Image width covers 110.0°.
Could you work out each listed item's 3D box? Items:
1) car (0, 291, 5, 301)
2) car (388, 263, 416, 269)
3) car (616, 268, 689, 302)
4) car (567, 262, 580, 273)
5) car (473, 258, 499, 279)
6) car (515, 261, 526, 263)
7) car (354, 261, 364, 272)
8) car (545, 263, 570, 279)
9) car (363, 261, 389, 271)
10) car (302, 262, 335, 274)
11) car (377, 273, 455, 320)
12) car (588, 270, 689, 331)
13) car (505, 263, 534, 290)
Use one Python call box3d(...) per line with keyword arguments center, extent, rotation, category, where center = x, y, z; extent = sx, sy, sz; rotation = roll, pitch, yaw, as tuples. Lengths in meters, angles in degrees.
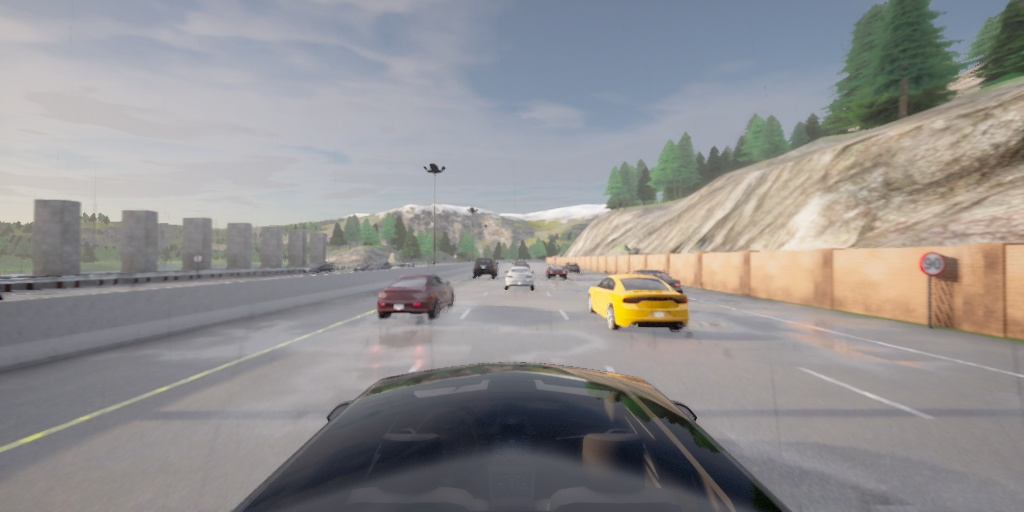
box3d(center=(-17.526, 1.089, 9.604), extent=(2.097, 1.767, 4.553), rotation=(0, 0, 1), category="car")
box3d(center=(-13.121, 1.588, 44.131), extent=(1.895, 1.301, 4.718), rotation=(0, 0, 1), category="car")
box3d(center=(7.351, 1.445, 19.509), extent=(2.033, 1.411, 5.357), rotation=(0, 0, 2), category="car")
box3d(center=(8.127, 1.594, 49.453), extent=(2.128, 1.511, 4.902), rotation=(0, 0, 1), category="car")
box3d(center=(-2.615, 1.198, 36.564), extent=(2.150, 2.045, 5.566), rotation=(0, 0, 2), category="car")
box3d(center=(1.065, 1.399, 45.188), extent=(2.097, 1.767, 4.553), rotation=(0, 0, 1), category="car")
box3d(center=(-20.033, 1.490, 49.503), extent=(2.128, 1.511, 4.902), rotation=(0, 0, 1), category="car")
box3d(center=(4.382, 1.599, 36.112), extent=(1.895, 1.301, 4.718), rotation=(0, 0, 2), category="car")
box3d(center=(-16.564, 1.481, 45.367), extent=(1.837, 1.490, 4.892), rotation=(0, 1, 1), category="car")
box3d(center=(-23.623, 1.438, 43.976), extent=(2.128, 1.511, 4.902), rotation=(0, 0, 1), category="car")
box3d(center=(-3.284, 1.338, 12.866), extent=(1.812, 1.442, 4.674), rotation=(0, 0, 1), category="car")
box3d(center=(3.694, 1.306, 11.337), extent=(1.882, 1.535, 5.008), rotation=(0, 0, 1), category="car")
box3d(center=(0.520, 1.429, 24.144), extent=(1.812, 1.442, 4.674), rotation=(0, 0, 2), category="car")
